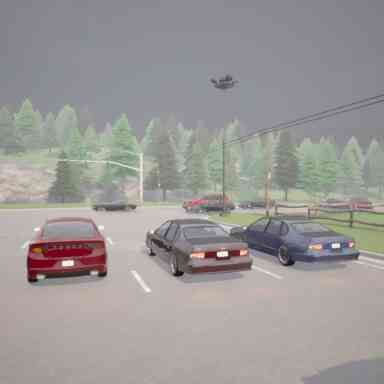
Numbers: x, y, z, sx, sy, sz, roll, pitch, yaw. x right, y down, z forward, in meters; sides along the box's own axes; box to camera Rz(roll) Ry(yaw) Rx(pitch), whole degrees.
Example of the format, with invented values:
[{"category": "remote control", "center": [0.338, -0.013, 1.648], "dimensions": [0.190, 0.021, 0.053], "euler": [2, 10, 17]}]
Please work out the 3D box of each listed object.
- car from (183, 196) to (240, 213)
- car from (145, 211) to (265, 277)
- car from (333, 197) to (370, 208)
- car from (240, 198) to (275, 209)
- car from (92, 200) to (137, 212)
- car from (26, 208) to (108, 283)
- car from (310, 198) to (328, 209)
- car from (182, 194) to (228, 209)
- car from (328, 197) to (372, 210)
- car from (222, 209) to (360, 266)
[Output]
[{"category": "car", "center": [1.969, 1.492, 33.772], "dimensions": [4.902, 1.511, 2.128], "euler": [0, 0, -23]}, {"category": "car", "center": [-0.105, 1.547, 10.403], "dimensions": [2.033, 1.411, 5.357], "euler": [0, 0, -20]}, {"category": "car", "center": [23.562, 1.477, 49.076], "dimensions": [5.008, 1.535, 1.882], "euler": [0, 0, -19]}, {"category": "car", "center": [8.553, 1.491, 43.851], "dimensions": [4.902, 1.511, 2.128], "euler": [0, 0, -20]}, {"category": "car", "center": [-8.582, 1.601, 36.662], "dimensions": [4.718, 1.301, 1.895], "euler": [0, 0, -26]}, {"category": "car", "center": [-3.648, 1.478, 9.932], "dimensions": [1.882, 1.535, 5.008], "euler": [0, 0, -19]}, {"category": "car", "center": [17.582, 1.526, 43.292], "dimensions": [4.674, 1.442, 1.812], "euler": [0, 0, -19]}, {"category": "car", "center": [1.698, 1.224, 37.465], "dimensions": [5.566, 2.045, 2.150], "euler": [0, 0, -22]}, {"category": "car", "center": [19.328, 1.352, 40.210], "dimensions": [4.553, 1.767, 2.097], "euler": [0, 0, -19]}, {"category": "car", "center": [3.172, 1.547, 11.644], "dimensions": [2.033, 1.411, 5.357], "euler": [0, 0, -20]}]
